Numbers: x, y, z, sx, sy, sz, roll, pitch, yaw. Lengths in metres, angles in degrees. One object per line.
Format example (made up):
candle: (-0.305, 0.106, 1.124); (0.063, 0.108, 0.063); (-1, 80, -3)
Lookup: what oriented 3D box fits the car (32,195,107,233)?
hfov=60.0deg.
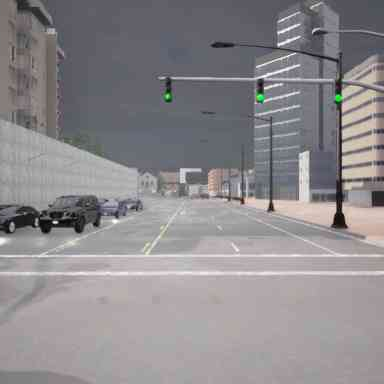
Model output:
car: (-7.109, 1.221, 20.056); (2.150, 2.045, 5.566); (0, 0, 0)

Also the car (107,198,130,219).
car: (-7.117, 1.526, 29.696); (1.812, 1.442, 4.674); (0, 0, 0)

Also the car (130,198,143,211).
car: (-7.115, 1.491, 40.039); (2.128, 1.511, 4.902); (0, 0, 0)

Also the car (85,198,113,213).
car: (-10.617, 1.505, 38.309); (1.837, 1.490, 4.892); (0, 0, 0)

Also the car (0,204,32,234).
car: (-10.612, 1.505, 19.423); (1.837, 1.490, 4.892); (0, 0, 0)

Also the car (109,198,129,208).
car: (-10.586, 1.601, 48.369); (1.895, 1.301, 4.718); (0, 0, 0)

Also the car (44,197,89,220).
car: (-10.617, 1.352, 28.491); (2.097, 1.767, 4.553); (0, 0, 0)
